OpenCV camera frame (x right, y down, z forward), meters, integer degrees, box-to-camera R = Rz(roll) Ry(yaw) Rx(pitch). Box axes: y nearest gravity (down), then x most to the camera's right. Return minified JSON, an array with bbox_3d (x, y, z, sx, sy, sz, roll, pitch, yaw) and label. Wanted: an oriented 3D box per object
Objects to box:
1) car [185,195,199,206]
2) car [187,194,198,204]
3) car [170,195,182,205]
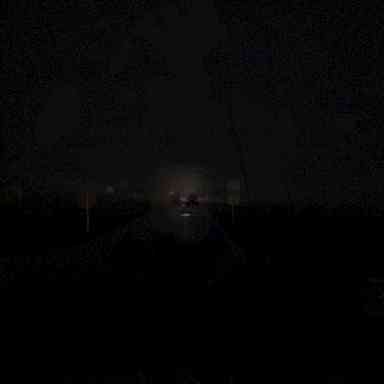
[{"bbox_3d":[0.054,1.390,50.507,1.812,1.442,4.674,0,1,0],"label":"car"},{"bbox_3d":[0.065,1.245,60.541,1.837,1.490,4.892,0,1,0],"label":"car"},{"bbox_3d":[-2.690,1.281,55.538,1.882,1.535,5.008,0,1,0],"label":"car"}]
